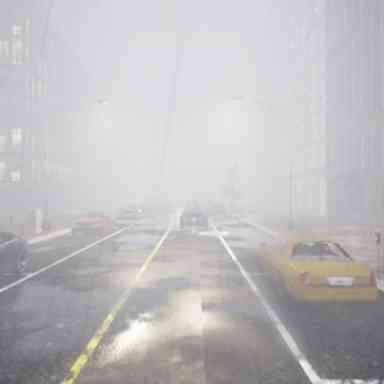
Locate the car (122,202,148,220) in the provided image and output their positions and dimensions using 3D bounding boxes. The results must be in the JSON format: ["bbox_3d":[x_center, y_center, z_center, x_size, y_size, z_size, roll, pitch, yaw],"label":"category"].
[{"bbox_3d":[-5.656,1.830,30.975,2.008,1.369,4.403,0,-1,0],"label":"car"}]

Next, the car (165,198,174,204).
[{"bbox_3d":[-5.605,2.280,82.204,1.947,1.339,4.313,0,0,0],"label":"car"}]

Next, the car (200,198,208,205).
[{"bbox_3d":[2.770,2.194,76.658,1.752,1.417,4.829,0,0,0],"label":"car"}]

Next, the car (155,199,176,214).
[{"bbox_3d":[-2.977,1.865,39.853,1.837,1.490,4.892,0,-1,0],"label":"car"}]

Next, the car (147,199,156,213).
[{"bbox_3d":[-5.645,1.924,42.359,1.887,1.381,4.507,0,0,0],"label":"car"}]

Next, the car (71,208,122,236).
[{"bbox_3d":[-5.667,1.761,19.589,1.802,1.307,4.206,0,-1,0],"label":"car"}]

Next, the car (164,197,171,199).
[{"bbox_3d":[-5.616,2.060,70.819,1.967,1.590,4.097,0,0,0],"label":"car"}]

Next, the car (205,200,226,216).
[{"bbox_3d":[2.730,1.895,36.646,1.947,1.339,4.313,0,0,0],"label":"car"}]

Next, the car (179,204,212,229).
[{"bbox_3d":[0.124,1.779,23.753,1.994,1.385,4.181,0,-1,0],"label":"car"}]

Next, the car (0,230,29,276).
[{"bbox_3d":[-5.679,1.643,8.207,1.947,1.339,4.313,0,-1,0],"label":"car"}]

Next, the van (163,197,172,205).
[{"bbox_3d":[-5.610,2.008,76.513,1.690,1.788,3.998,0,0,0],"label":"van"}]

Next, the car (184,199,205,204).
[{"bbox_3d":[0.142,1.720,41.138,2.097,1.767,4.553,0,-1,0],"label":"car"}]

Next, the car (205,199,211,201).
[{"bbox_3d":[2.754,1.965,59.413,1.967,1.590,4.097,0,0,0],"label":"car"}]

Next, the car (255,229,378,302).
[{"bbox_3d":[2.702,1.604,8.356,1.752,1.417,4.829,0,-1,0],"label":"car"}]

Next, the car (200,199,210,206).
[{"bbox_3d":[2.764,2.202,70.796,1.802,1.307,4.206,0,0,0],"label":"car"}]
